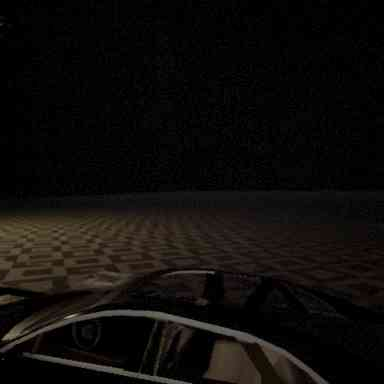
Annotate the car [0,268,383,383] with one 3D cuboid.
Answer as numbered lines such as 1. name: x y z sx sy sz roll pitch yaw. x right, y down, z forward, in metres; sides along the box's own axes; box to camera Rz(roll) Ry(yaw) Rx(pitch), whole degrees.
1. car: -0.232 1.489 2.899 4.902 1.511 2.128 0 0 22
